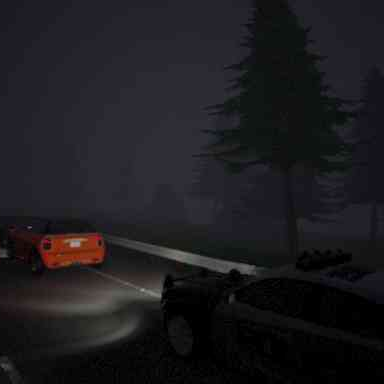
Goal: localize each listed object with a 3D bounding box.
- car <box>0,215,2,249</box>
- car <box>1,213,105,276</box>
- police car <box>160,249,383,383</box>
[{"bbox_3d":[-8.586,1.787,16.031,1.837,1.490,4.892,2,-2,-39],"label":"car"},{"bbox_3d":[-4.824,1.582,11.490,2.097,1.767,4.553,2,-2,-40],"label":"car"},{"bbox_3d":[1.522,1.580,4.233,1.930,1.638,5.238,2,-2,-42],"label":"police car"}]
